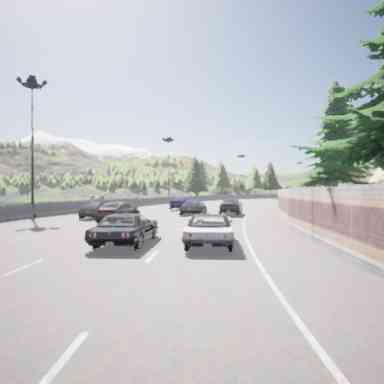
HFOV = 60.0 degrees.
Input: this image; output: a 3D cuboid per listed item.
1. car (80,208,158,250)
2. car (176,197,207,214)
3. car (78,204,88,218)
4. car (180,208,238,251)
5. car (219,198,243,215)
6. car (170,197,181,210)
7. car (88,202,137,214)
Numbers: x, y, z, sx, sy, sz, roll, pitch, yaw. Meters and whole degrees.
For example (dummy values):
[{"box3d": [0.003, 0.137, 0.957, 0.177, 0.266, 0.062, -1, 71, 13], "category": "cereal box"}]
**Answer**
[{"box3d": [-2.733, 1.561, 14.084, 1.895, 1.301, 4.718, 0, 0, 5], "category": "car"}, {"box3d": [0.188, 1.455, 31.804, 1.994, 1.385, 4.181, 0, 0, 13], "category": "car"}, {"box3d": [-7.764, 1.493, 27.973, 1.994, 1.385, 4.181, 0, 0, 11], "category": "car"}, {"box3d": [0.759, 1.551, 13.870, 1.895, 1.301, 4.718, 0, 0, 5], "category": "car"}, {"box3d": [3.745, 1.385, 31.697, 1.837, 1.490, 4.892, 0, 0, 13], "category": "car"}, {"box3d": [-1.166, 1.344, 40.414, 1.882, 1.535, 5.008, 0, 0, 16], "category": "car"}, {"box3d": [-5.061, 1.443, 23.130, 1.837, 1.490, 4.892, 0, 1, 9], "category": "car"}]
